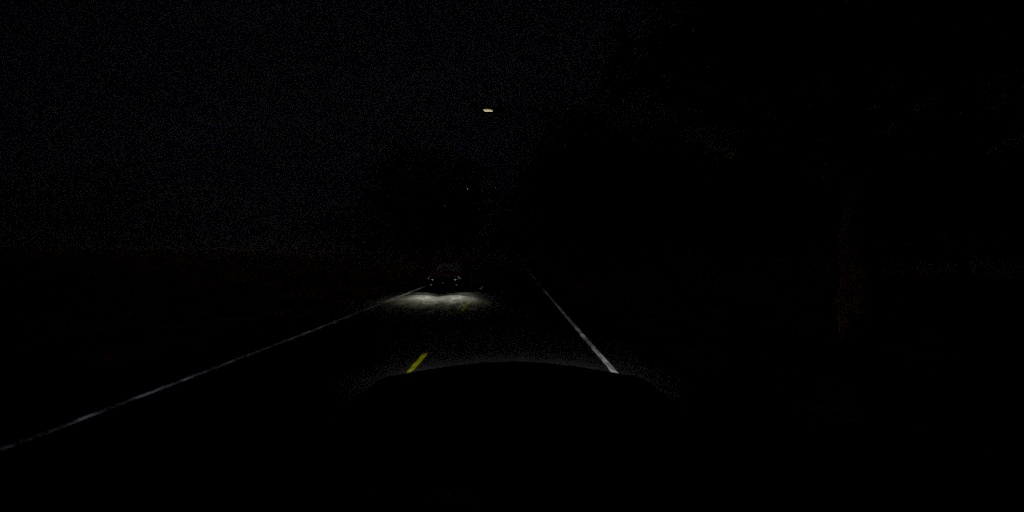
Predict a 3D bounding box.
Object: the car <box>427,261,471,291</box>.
[{"bbox_3d":[-3.500,1.071,20.659,1.882,1.535,5.008,0,0,0],"label":"car"}]
